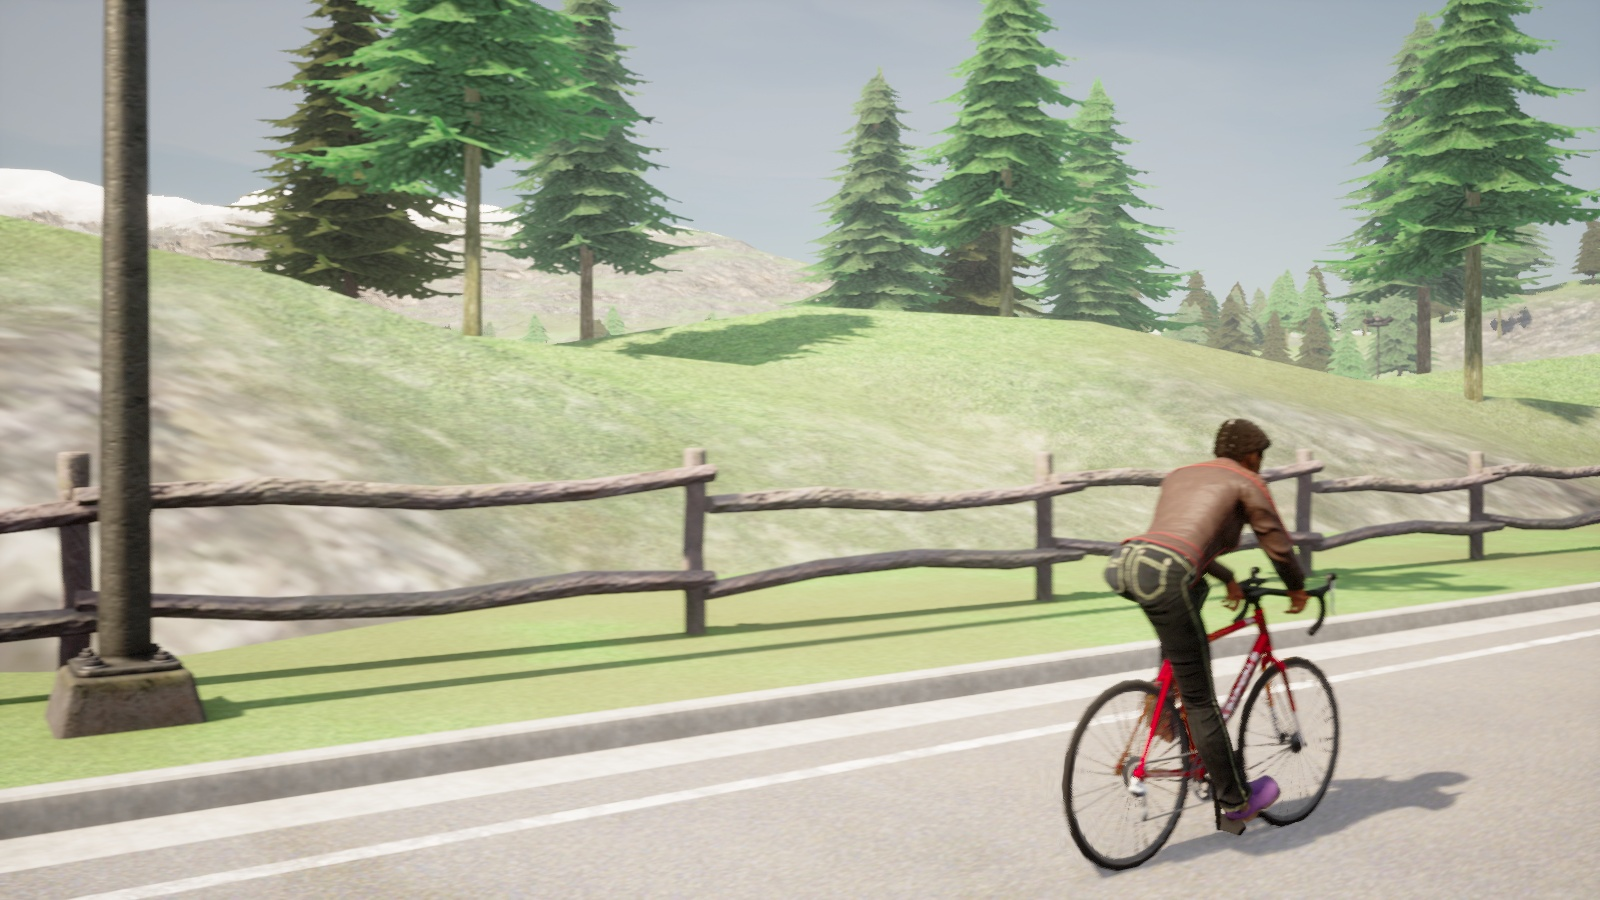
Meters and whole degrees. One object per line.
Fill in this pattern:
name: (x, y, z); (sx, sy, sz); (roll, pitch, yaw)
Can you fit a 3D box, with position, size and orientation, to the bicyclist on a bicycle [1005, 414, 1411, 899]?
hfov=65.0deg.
bicyclist on a bicycle: (1.587, 0.697, 4.764); (1.656, 1.620, 0.582); (0, 0, -35)
